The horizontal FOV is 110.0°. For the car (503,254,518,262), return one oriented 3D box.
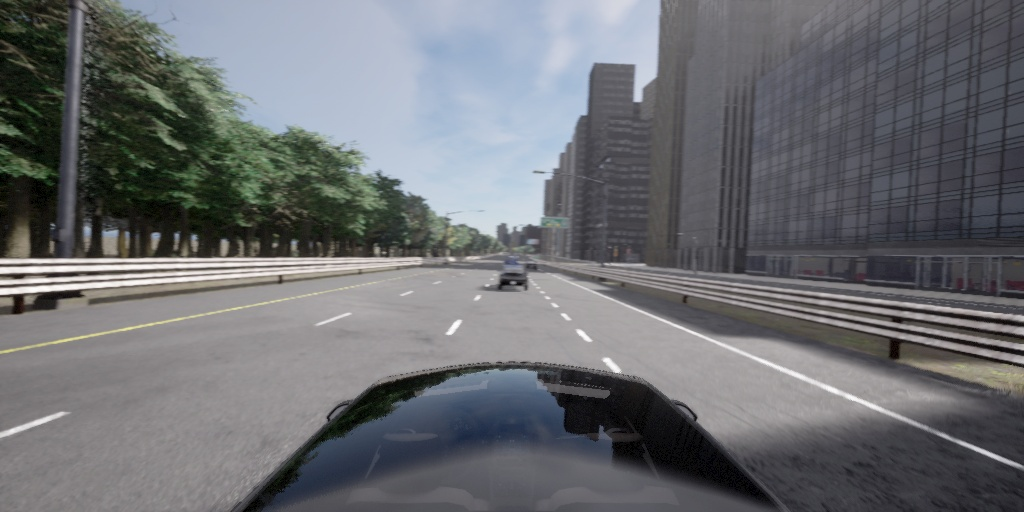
[{"bbox_3d":[-0.230,1.184,55.227,2.150,2.045,5.566,3,0,0],"label":"car"}]

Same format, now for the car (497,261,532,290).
[{"bbox_3d":[0.063,1.361,23.804,1.837,1.490,4.892,3,0,-1],"label":"car"}]

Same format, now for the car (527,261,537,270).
[{"bbox_3d":[3.299,1.626,62.877,1.882,1.535,5.008,3,0,0],"label":"car"}]
